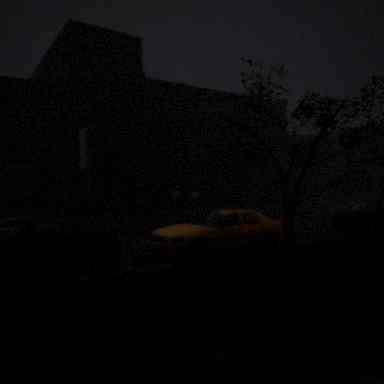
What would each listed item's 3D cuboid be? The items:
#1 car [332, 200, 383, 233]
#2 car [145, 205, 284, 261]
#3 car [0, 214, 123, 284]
[{"bbox_3d":[9.399,1.202,17.381,5.008,1.535,2.097,0,0,-33],"label":"car"},{"bbox_3d":[1.060,1.259,11.416,5.366,1.575,1.946,0,0,-33],"label":"car"},{"bbox_3d":[-4.123,1.313,7.694,5.008,1.535,2.097,0,0,-33],"label":"car"}]
